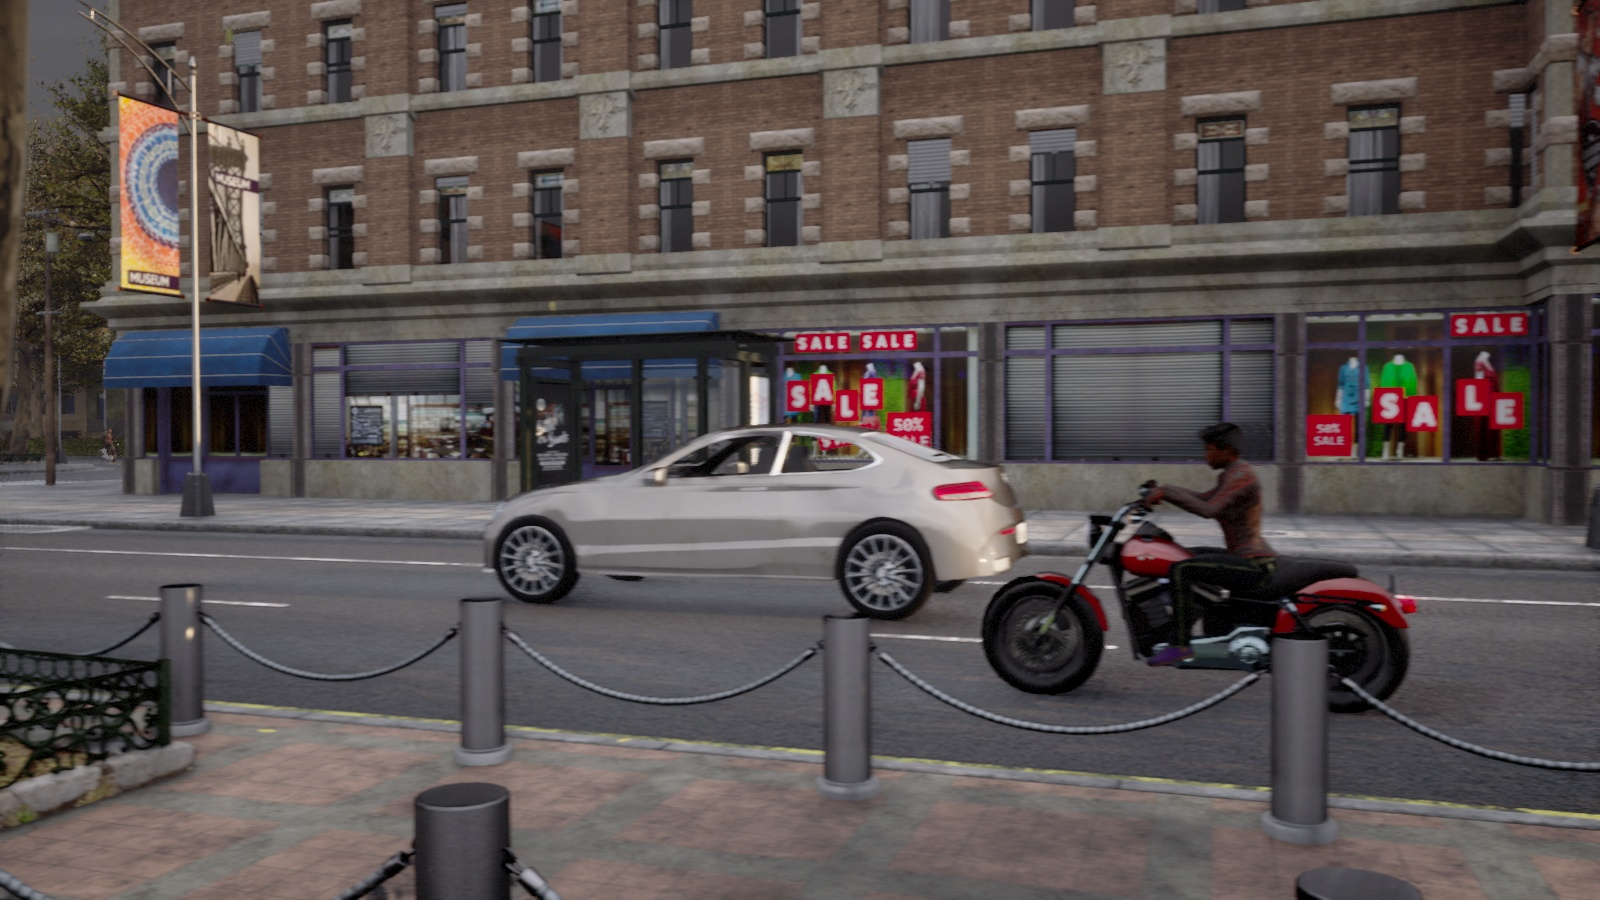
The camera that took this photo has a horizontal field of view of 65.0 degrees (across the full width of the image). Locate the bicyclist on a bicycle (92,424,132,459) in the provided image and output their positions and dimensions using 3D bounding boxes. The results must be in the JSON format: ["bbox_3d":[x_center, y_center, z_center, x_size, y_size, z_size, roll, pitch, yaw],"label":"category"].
[{"bbox_3d":[-34.757,-0.449,63.436,1.843,1.776,0.659,0,1,19],"label":"bicyclist on a bicycle"}]

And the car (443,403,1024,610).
[{"bbox_3d":[-0.579,0.414,11.829,5.027,1.651,2.152,1,1,19],"label":"car"}]

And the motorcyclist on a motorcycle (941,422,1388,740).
[{"bbox_3d":[2.051,0.669,7.243,2.350,1.649,0.766,0,1,19],"label":"motorcyclist on a motorcycle"}]
